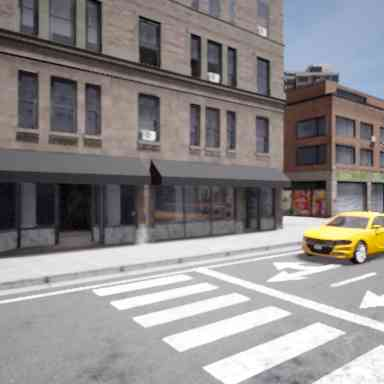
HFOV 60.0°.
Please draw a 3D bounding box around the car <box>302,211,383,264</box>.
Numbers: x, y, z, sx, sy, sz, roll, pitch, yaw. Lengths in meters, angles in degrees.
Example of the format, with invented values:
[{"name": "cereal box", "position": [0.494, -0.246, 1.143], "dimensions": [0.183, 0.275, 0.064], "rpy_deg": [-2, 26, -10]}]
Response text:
[{"name": "car", "position": [6.014, 1.473, 11.964], "dimensions": [5.008, 1.535, 1.882], "rpy_deg": [0, 0, -35]}]
